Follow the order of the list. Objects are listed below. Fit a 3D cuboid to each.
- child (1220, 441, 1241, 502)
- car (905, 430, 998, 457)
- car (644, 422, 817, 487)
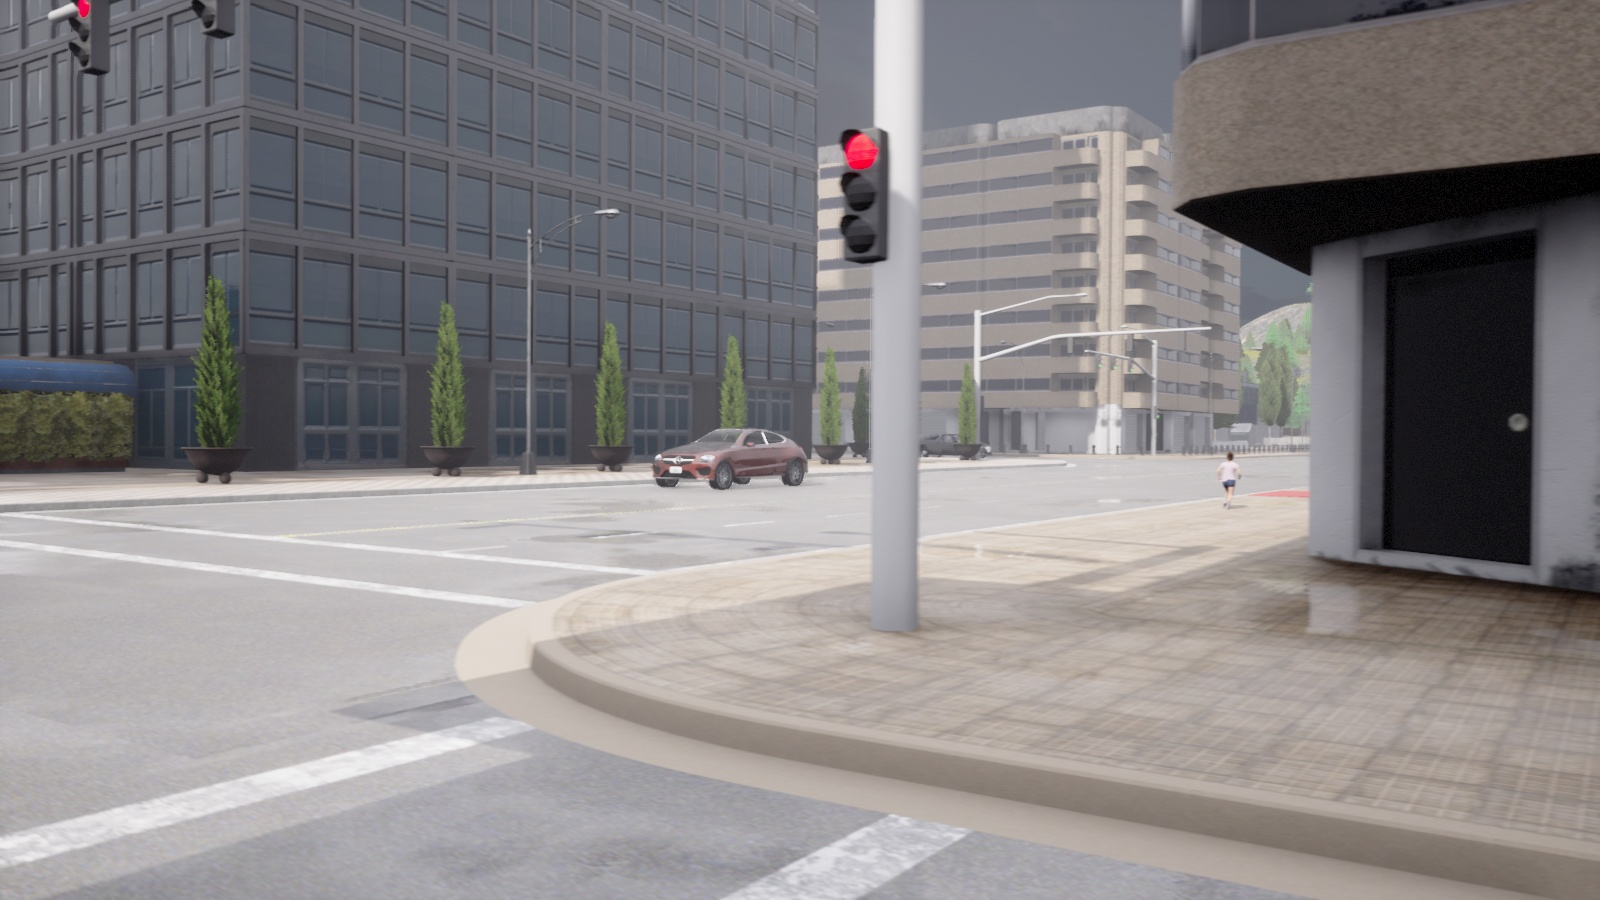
[{"bbox_3d":[7.930,0.392,23.140,0.255,1.110,0.394,0,1,35],"label":"child"},{"bbox_3d":[8.809,-0.395,73.132,4.902,1.511,2.128,0,1,34],"label":"car"},{"bbox_3d":[-1.813,0.086,34.582,2.152,1.651,5.027,0,1,34],"label":"car"}]
